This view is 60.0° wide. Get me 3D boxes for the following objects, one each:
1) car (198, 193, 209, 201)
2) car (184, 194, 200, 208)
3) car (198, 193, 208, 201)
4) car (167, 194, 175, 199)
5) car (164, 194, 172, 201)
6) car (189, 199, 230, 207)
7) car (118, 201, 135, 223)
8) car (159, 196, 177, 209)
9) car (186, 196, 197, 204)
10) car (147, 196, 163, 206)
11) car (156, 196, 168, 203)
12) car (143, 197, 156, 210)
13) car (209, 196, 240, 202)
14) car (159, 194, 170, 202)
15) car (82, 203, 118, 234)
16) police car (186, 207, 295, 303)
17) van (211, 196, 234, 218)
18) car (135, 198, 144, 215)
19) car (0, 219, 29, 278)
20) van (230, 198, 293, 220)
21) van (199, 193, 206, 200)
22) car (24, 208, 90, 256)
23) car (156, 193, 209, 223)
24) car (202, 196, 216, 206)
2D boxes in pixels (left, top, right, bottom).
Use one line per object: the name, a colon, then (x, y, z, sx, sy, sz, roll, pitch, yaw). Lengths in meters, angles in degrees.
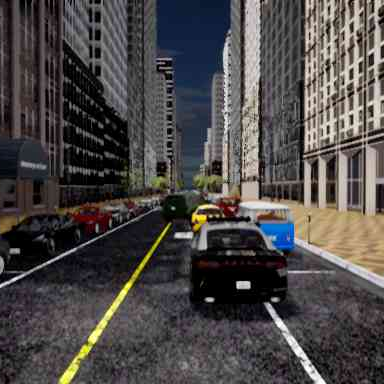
car: (2.602, 1.108, 75.422, 2.192, 1.841, 5.009, -1, 0, 0)
car: (-0.028, 1.226, 46.157, 2.097, 1.767, 4.553, 0, 0, 0)
car: (2.597, 1.092, 81.106, 2.192, 1.841, 5.009, -1, 0, 0)
car: (-5.793, 1.310, 92.466, 1.947, 1.339, 4.313, -1, 0, 0)
car: (-5.781, 1.302, 80.928, 1.752, 1.417, 4.829, -1, 0, 0)
car: (0.880, 1.405, 18.437, 1.801, 1.575, 5.366, 0, 0, 0)
car: (-5.725, 1.485, 24.262, 2.008, 1.369, 4.403, -1, 0, 0)
car: (-3.109, 1.358, 43.856, 1.882, 1.535, 5.008, 0, 0, 0)
car: (-0.062, 1.402, 59.257, 1.994, 1.385, 4.181, 0, 0, 0)
car: (-5.753, 1.407, 52.680, 2.008, 1.369, 4.403, -1, 0, 0)
car: (-5.764, 1.406, 64.047, 1.802, 1.307, 4.206, -1, 0, 0)
car: (-5.741, 1.438, 41.313, 2.008, 1.369, 4.403, -1, 0, 0)
car: (2.654, 1.249, 24.270, 2.192, 1.841, 5.009, -1, 0, 0)
car: (-5.771, 1.249, 69.730, 1.967, 1.590, 4.097, -1, 0, 0)
car: (-5.718, 1.494, 18.578, 1.887, 1.381, 4.507, -1, 0, 0)
police car: (0.889, 1.402, 8.357, 1.930, 1.638, 5.238, 0, 0, 0)
van: (2.649, 1.259, 29.953, 1.690, 1.788, 3.998, -1, 0, 0)
car: (-5.729, 1.500, 29.946, 1.802, 1.307, 4.206, -1, 0, 0)
car: (-5.707, 1.531, 7.211, 2.008, 1.369, 4.403, -1, 0, 0)
van: (2.666, 1.306, 12.902, 1.690, 1.788, 3.998, -1, 0, 0)
van: (2.592, 1.101, 86.790, 1.690, 1.788, 3.998, -1, 0, 0)
car: (-5.712, 1.531, 12.895, 1.947, 1.339, 4.313, -1, 0, 0)
car: (-0.169, 1.153, 24.630, 2.150, 2.045, 5.566, -1, 0, 24)
car: (2.628, 1.407, 52.688, 2.008, 1.369, 4.403, -1, 0, 0)
